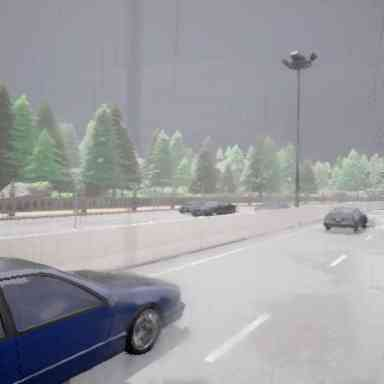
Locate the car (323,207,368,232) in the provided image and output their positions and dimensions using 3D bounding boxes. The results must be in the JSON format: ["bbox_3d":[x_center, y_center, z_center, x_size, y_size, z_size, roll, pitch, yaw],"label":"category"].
[{"bbox_3d":[9.777,1.649,20.965,2.033,1.411,5.357,1,0,35],"label":"car"}]

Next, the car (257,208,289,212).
[{"bbox_3d":[7.142,1.535,29.714,2.128,1.511,4.902,1,0,35],"label":"car"}]

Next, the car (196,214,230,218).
[{"bbox_3d":[1.940,1.444,28.406,1.882,1.535,5.008,1,0,35],"label":"car"}]

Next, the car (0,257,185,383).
[{"bbox_3d":[-2.295,1.499,3.679,2.033,1.411,5.357,1,0,35],"label":"car"}]
